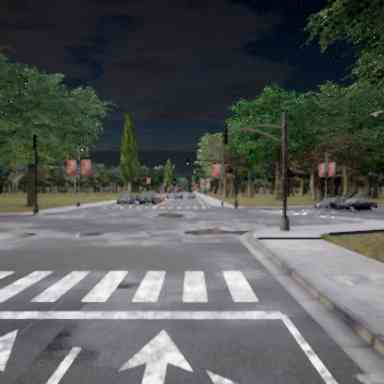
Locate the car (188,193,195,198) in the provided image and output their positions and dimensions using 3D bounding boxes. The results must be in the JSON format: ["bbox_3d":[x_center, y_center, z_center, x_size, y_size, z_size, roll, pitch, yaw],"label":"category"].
[{"bbox_3d":[-0.031,0.919,89.607,1.895,1.301,4.718,0,0,0],"label":"car"}]

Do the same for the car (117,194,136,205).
[{"bbox_3d":[-9.833,1.045,49.800,2.097,1.767,4.553,0,0,0],"label":"car"}]

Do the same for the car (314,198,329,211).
[{"bbox_3d":[16.420,1.336,38.496,4.902,1.511,2.128,0,0,-23],"label":"car"}]

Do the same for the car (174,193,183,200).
[{"bbox_3d":[-3.277,1.053,79.159,2.128,1.511,4.902,0,0,0],"label":"car"}]

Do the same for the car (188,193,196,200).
[{"bbox_3d":[-0.027,1.053,79.160,2.128,1.511,4.902,0,0,0],"label":"car"}]

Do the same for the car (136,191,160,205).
[{"bbox_3d":[-6.585,0.910,50.206,2.150,2.045,5.566,0,1,0],"label":"car"}]

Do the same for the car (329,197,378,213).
[{"bbox_3d":[17.435,1.325,35.400,5.008,1.535,1.882,0,0,-23],"label":"car"}]

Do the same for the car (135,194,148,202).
[{"bbox_3d":[-9.788,1.110,64.549,1.837,1.490,4.892,0,1,0],"label":"car"}]

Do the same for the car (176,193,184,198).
[{"bbox_3d":[-3.281,0.918,89.606,1.895,1.301,4.718,0,0,0],"label":"car"}]

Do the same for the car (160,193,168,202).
[{"bbox_3d":[-6.534,0.957,65.395,2.097,1.767,4.553,0,0,0],"label":"car"}]
